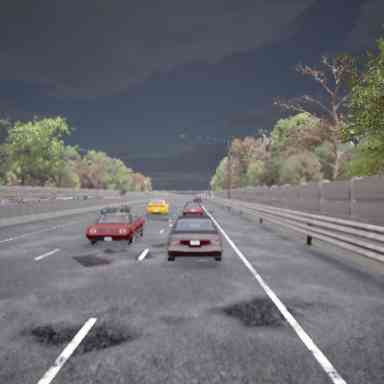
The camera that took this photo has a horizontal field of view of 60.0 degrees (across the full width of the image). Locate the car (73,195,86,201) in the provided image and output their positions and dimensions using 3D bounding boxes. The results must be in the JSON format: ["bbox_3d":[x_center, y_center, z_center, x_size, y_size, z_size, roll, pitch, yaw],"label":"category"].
[{"bbox_3d":[-24.507,1.381,73.162,2.097,1.767,4.553,0,0,0],"label":"car"}]

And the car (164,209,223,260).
[{"bbox_3d":[0.094,1.570,12.427,2.033,1.411,5.357,0,0,0],"label":"car"}]

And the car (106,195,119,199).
[{"bbox_3d":[-17.507,1.381,73.163,2.097,1.767,4.553,0,0,0],"label":"car"}]

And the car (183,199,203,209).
[{"bbox_3d":[0.094,1.638,32.870,1.994,1.385,4.181,0,0,0],"label":"car"}]

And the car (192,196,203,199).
[{"bbox_3d":[1.217,1.705,72.296,1.837,1.490,4.892,0,0,0],"label":"car"}]

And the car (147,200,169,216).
[{"bbox_3d":[-3.404,1.555,33.960,1.882,1.535,5.008,0,0,0],"label":"car"}]

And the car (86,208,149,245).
[{"bbox_3d":[-3.403,1.630,15.767,1.895,1.301,4.718,0,0,0],"label":"car"}]

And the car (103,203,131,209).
[{"bbox_3d":[-6.906,1.669,30.805,1.895,1.301,4.718,0,0,0],"label":"car"}]

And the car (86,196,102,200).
[{"bbox_3d":[-21.007,1.559,72.717,1.837,1.490,4.892,0,0,0],"label":"car"}]

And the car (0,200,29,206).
[{"bbox_3d":[-17.599,1.564,32.569,2.128,1.511,4.902,0,0,0],"label":"car"}]
